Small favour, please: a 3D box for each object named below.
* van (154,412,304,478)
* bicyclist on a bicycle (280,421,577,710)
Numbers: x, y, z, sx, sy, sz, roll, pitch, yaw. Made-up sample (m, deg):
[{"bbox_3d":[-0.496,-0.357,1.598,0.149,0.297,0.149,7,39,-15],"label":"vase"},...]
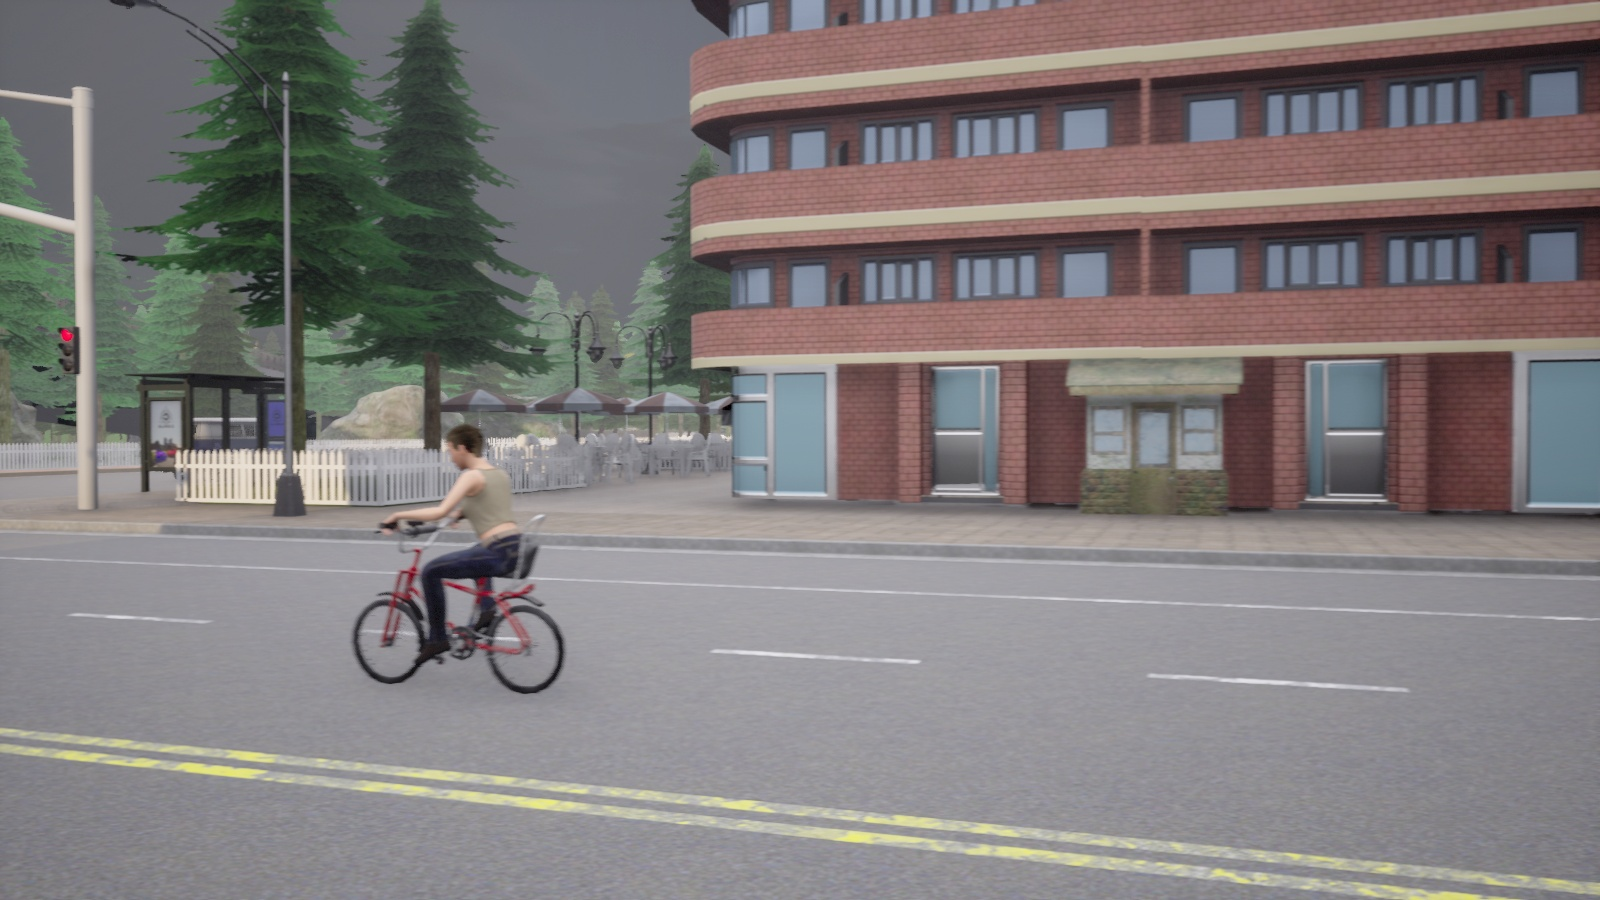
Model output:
[{"bbox_3d":[-18.069,-0.184,39.968,1.775,1.987,4.442,1,1,19],"label":"van"},{"bbox_3d":[-2.239,0.632,7.644,1.509,1.612,0.866,0,1,18],"label":"bicyclist on a bicycle"}]
